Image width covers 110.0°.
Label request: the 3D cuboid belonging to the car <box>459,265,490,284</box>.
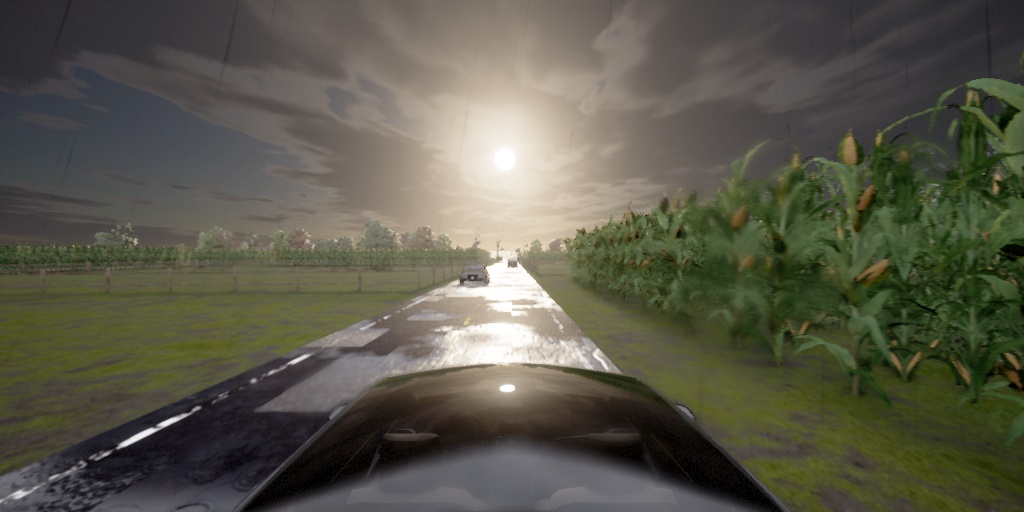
[{"bbox_3d":[-2.756,1.345,27.124,1.994,1.385,4.181,0,0,0],"label":"car"}]
